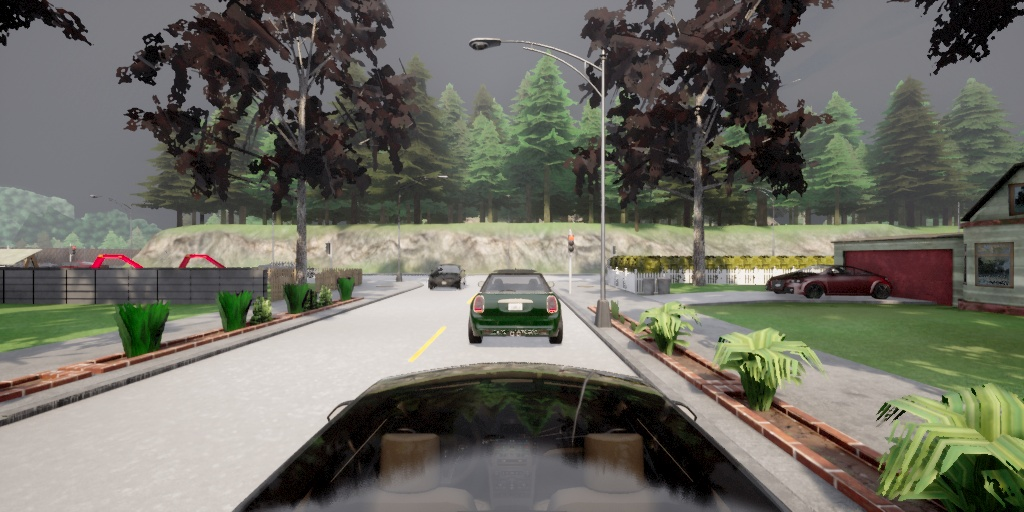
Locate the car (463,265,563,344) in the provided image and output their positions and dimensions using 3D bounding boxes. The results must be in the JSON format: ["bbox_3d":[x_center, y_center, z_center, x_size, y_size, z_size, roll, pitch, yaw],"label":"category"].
[{"bbox_3d":[0.108,1.102,9.759,2.097,1.767,4.553,0,0,1],"label":"car"}]

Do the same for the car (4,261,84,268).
[{"bbox_3d":[-41.333,1.243,31.359,4.902,1.511,2.128,0,0,1],"label":"car"}]

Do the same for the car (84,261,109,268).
[{"bbox_3d":[-42.952,1.228,35.433,5.008,1.535,1.882,0,0,1],"label":"car"}]

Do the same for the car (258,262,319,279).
[{"bbox_3d":[-19.318,1.241,31.105,4.902,1.511,2.128,0,0,1],"label":"car"}]

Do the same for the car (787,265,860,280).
[{"bbox_3d":[30.172,1.228,34.827,5.008,1.535,1.882,0,0,1],"label":"car"}]

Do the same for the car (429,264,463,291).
[{"bbox_3d":[-3.901,1.228,22.399,1.882,1.535,5.008,1,0,-3],"label":"car"}]

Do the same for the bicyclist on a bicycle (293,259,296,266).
[{"bbox_3d":[-23.711,1.099,39.546,0.582,1.620,1.656,0,0,1],"label":"bicyclist on a bicycle"}]
